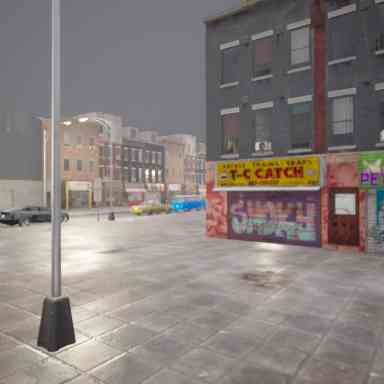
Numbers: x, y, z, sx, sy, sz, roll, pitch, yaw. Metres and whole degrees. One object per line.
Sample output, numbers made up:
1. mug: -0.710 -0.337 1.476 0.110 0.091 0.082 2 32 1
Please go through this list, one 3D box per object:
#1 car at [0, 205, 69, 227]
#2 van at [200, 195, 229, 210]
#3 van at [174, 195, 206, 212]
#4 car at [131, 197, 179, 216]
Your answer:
1. car: -10.333 1.522 22.111 1.947 1.339 4.313 0 0 36
2. van: 2.845 1.234 40.520 1.690 1.788 3.998 0 0 36
3. van: -0.449 1.249 35.918 1.690 1.788 3.998 0 0 36
4. car: -3.645 1.449 31.454 1.752 1.417 4.829 0 0 36
